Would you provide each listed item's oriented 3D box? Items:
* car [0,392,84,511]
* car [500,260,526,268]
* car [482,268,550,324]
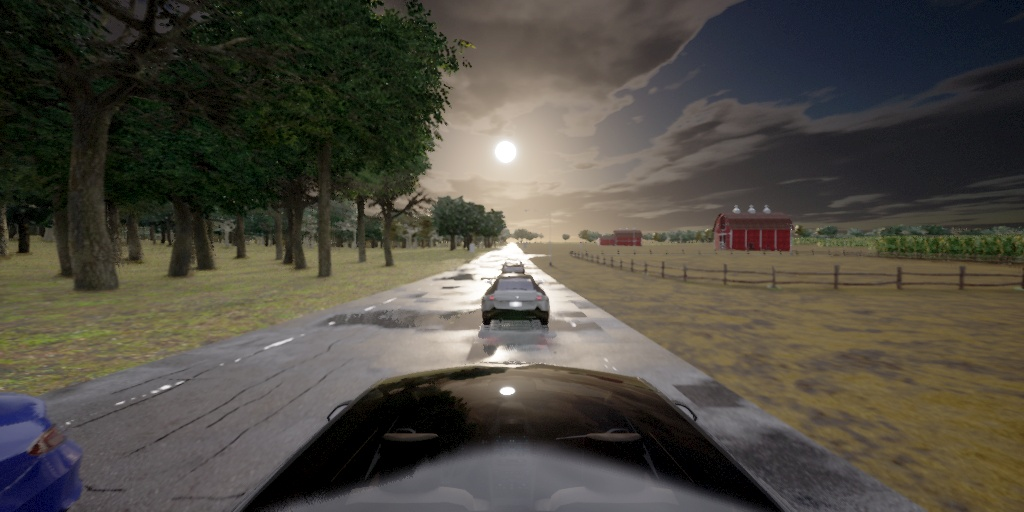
[{"bbox_3d":[-3.597,1.276,0.281,1.812,1.442,4.674,0,0,0],"label":"car"},{"bbox_3d":[0.098,1.033,29.292,2.128,1.511,4.902,0,1,0],"label":"car"},{"bbox_3d":[0.100,1.268,11.767,1.994,1.385,4.181,0,0,0],"label":"car"}]
